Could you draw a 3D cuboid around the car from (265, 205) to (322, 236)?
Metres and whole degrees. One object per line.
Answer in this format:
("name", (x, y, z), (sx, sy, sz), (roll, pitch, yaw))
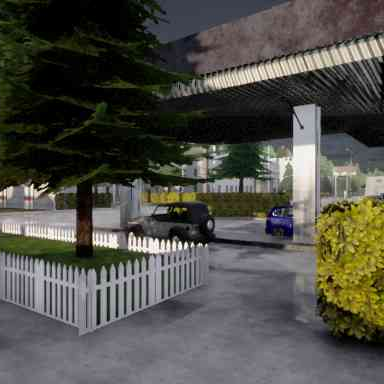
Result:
("car", (5.890, 1.480, 15.937), (4.611, 1.667, 2.242), (0, 0, 35))

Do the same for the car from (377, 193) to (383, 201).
("car", (25.851, 1.077, 43.467), (1.905, 1.878, 3.866), (0, 0, 35))

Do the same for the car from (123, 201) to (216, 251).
("car", (-0.912, 1.313, 13.790), (3.866, 1.878, 1.905), (0, 0, 35))

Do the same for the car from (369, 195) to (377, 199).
("car", (33.119, 1.298, 60.206), (2.007, 1.523, 4.514), (0, 0, 35))
